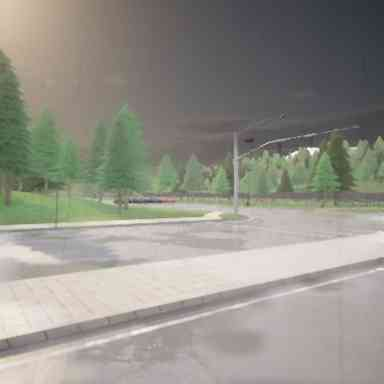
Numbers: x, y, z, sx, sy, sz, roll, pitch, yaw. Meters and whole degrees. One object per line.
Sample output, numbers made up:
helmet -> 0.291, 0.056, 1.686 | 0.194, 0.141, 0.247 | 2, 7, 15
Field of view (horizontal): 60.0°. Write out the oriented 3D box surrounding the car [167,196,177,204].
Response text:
car -> -5.170, 1.705, 72.502 | 2.097, 1.767, 4.553 | 1, 0, -35

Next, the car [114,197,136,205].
car -> -13.905, 1.797, 66.664 | 2.033, 1.411, 5.357 | 1, 0, -35

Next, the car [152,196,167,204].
car -> -8.020, 1.857, 70.467 | 2.033, 1.411, 5.357 | 1, 0, -35

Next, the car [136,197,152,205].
car -> -10.886, 1.824, 68.458 | 2.033, 1.411, 5.357 | 1, 0, -35
